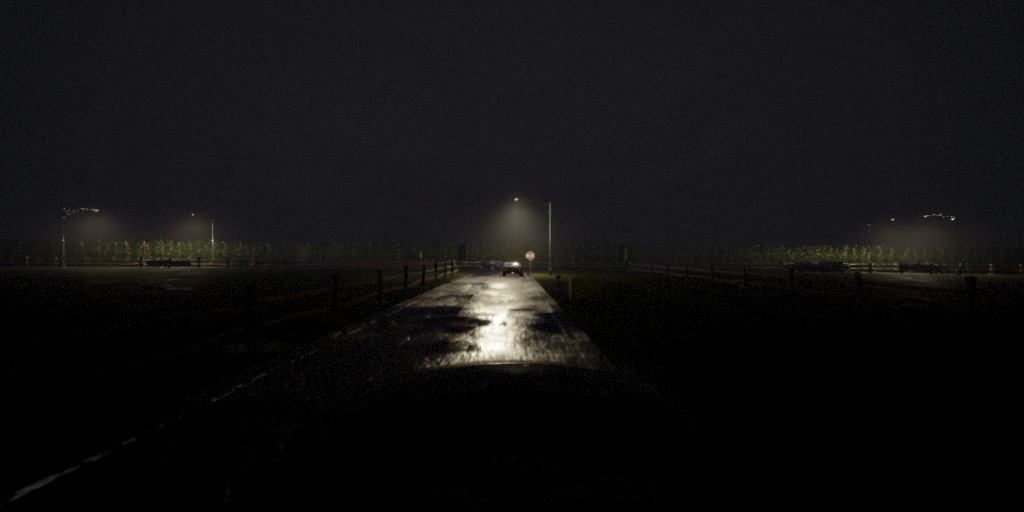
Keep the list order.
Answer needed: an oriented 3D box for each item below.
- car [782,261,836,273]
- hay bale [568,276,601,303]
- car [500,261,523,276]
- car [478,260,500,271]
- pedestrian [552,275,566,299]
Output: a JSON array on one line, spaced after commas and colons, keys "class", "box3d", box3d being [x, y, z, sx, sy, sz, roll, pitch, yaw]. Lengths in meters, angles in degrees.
[{"class": "car", "box3d": [39.118, 1.486, 47.657, 5.357, 1.411, 2.033, 1, -1, 0]}, {"class": "hay bale", "box3d": [3.121, 1.372, 15.451, 1.220, 1.180, 1.240, 0, 0, 0]}, {"class": "car", "box3d": [0.046, 1.264, 34.913, 1.895, 1.301, 4.718, 0, 0, -1]}, {"class": "car", "box3d": [-2.502, 1.216, 46.008, 1.895, 1.301, 4.718, 1, 0, -35]}, {"class": "pedestrian", "box3d": [2.152, 1.010, 16.532, 0.375, 1.860, 0.375, 1, -1, -3]}]
